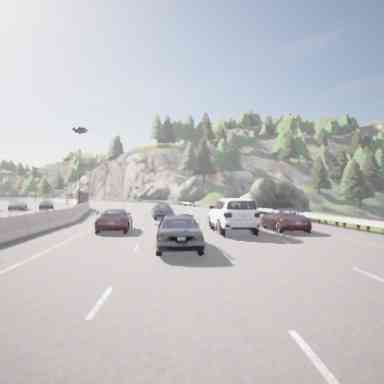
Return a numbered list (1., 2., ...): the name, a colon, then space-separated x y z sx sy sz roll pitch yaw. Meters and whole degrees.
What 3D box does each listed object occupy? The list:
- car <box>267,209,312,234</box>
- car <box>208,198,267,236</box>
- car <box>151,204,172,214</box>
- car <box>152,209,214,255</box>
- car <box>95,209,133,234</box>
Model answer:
1. car: 5.753 1.731 20.742 1.994 1.385 4.181 0 0 -6
2. car: 2.371 1.386 19.783 2.150 2.045 5.566 0 0 -6
3. car: -2.819 1.820 31.462 2.033 1.411 5.357 0 -1 -10
4. car: -0.570 1.667 13.851 2.033 1.411 5.357 0 0 -5
5. car: -4.822 1.750 20.862 1.994 1.385 4.181 0 0 -6
